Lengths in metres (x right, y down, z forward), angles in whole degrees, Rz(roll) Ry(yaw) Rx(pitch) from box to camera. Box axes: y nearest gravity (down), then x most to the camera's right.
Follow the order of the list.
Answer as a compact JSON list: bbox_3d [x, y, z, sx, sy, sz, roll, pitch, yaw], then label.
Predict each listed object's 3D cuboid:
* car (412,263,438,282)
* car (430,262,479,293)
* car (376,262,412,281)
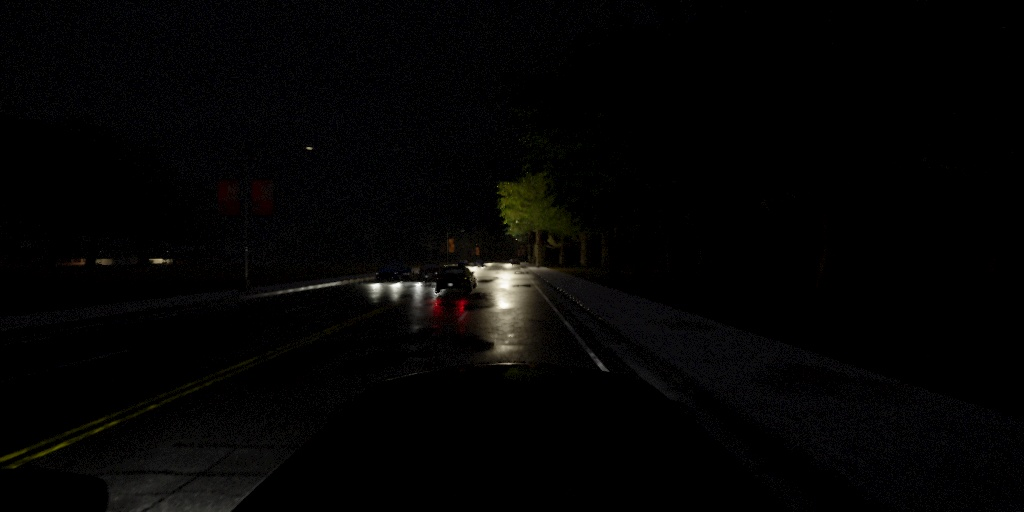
[{"bbox_3d":[-6.594,1.315,29.960,1.812,1.442,4.674,0,0,0],"label":"car"},{"bbox_3d":[-3.170,1.293,20.716,1.812,1.442,4.674,0,0,0],"label":"car"},{"bbox_3d":[-9.852,1.267,30.273,1.882,1.535,5.008,0,0,0],"label":"car"}]
